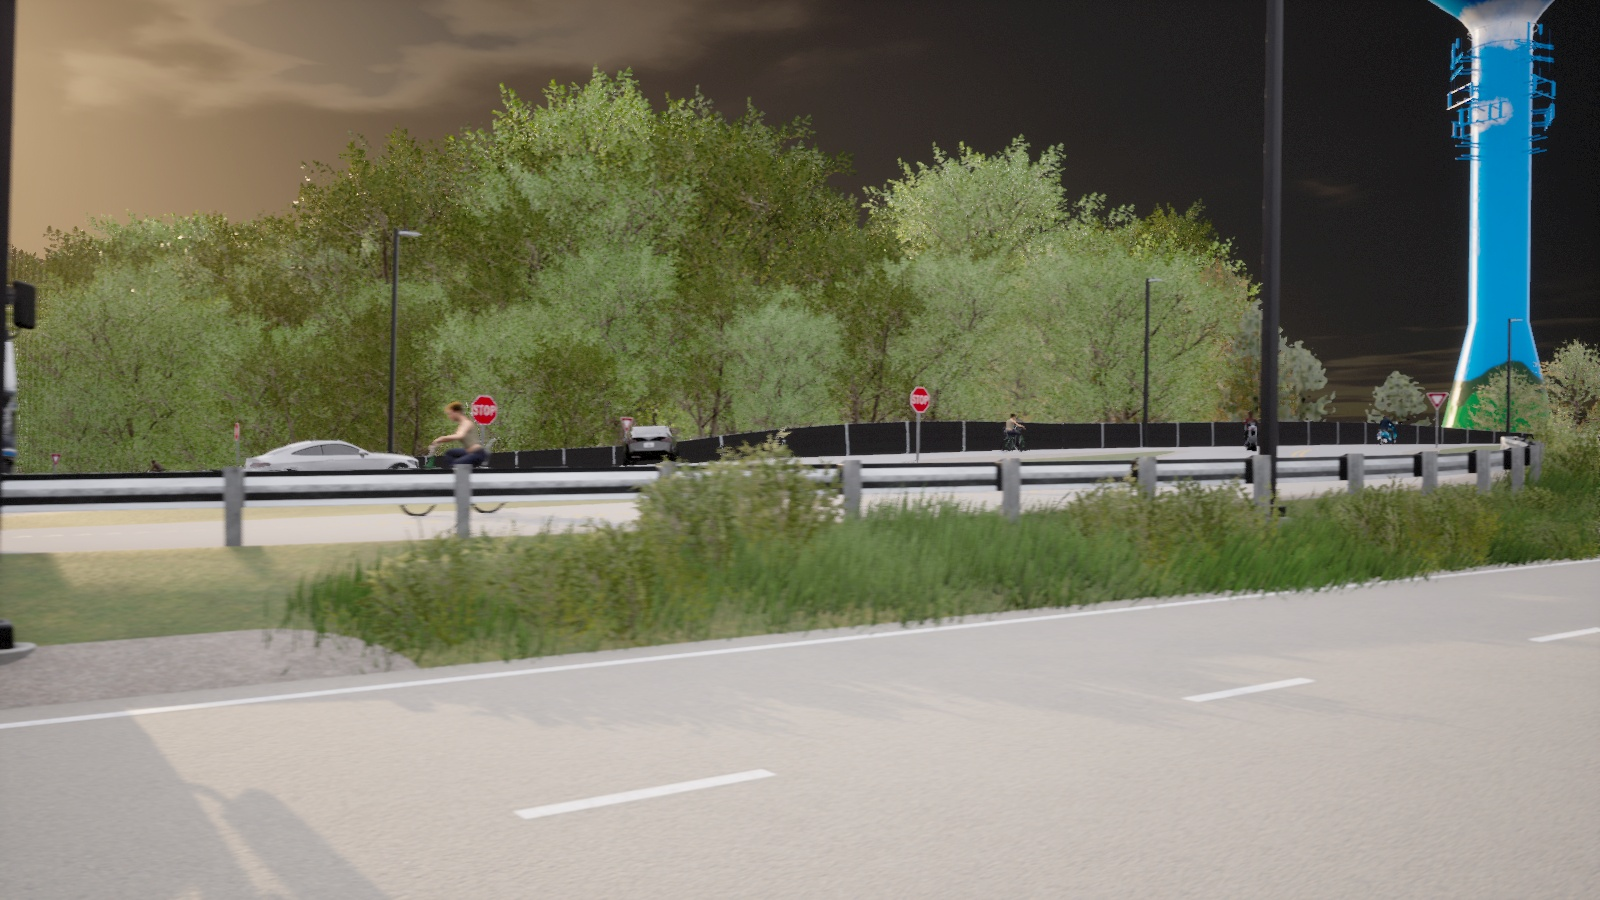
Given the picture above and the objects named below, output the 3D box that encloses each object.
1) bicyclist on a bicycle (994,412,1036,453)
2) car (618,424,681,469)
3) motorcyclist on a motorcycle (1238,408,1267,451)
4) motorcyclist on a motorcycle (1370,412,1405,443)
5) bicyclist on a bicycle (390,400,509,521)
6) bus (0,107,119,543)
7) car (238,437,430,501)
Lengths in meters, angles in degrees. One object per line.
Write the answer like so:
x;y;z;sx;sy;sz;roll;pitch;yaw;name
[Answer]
8.712;-0.718;50.874;1.509;1.612;0.866;-2;1;-35;bicyclist on a bicycle
-5.603;-0.129;47.039;2.163;1.488;4.792;-2;0;-6;car
17.887;-0.810;49.686;0.766;1.649;2.350;-1;1;13;motorcyclist on a motorcycle
30.447;-1.172;65.096;1.817;1.590;0.866;-1;1;-37;motorcyclist on a motorcycle
-4.969;0.145;17.769;1.509;1.612;0.866;-2;-1;-21;bicyclist on a bicycle
-12.833;-0.989;13.178;10.273;4.253;3.944;-3;-3;17;bus
-12.964;0.485;35.045;4.674;1.442;1.812;-4;2;-34;car
